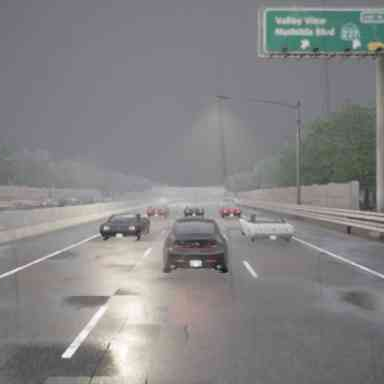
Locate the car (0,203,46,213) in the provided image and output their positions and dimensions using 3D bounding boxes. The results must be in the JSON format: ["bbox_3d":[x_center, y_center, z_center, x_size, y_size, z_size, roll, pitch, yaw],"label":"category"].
[{"bbox_3d":[-14.018,1.777,26.950,1.994,1.385,4.181,0,0,0],"label":"car"}]

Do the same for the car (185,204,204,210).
[{"bbox_3d":[0.217,1.864,33.252,1.895,1.301,4.718,0,0,0],"label":"car"}]

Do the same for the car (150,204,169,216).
[{"bbox_3d":[-3.284,1.864,33.245,1.895,1.301,4.718,0,0,0],"label":"car"}]

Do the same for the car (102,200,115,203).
[{"bbox_3d":[-13.724,1.978,54.596,2.033,1.411,5.357,0,0,1],"label":"car"}]

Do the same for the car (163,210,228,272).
[{"bbox_3d":[0.108,1.598,11.032,1.837,1.490,4.892,0,0,0],"label":"car"}]

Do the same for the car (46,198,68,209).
[{"bbox_3d":[-20.790,1.752,50.861,2.097,1.767,4.553,0,0,1],"label":"car"}]

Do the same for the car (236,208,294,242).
[{"bbox_3d":[3.632,1.738,17.026,1.895,1.301,4.718,0,0,0],"label":"car"}]

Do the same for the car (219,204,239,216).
[{"bbox_3d":[3.717,1.864,33.223,1.895,1.301,4.718,0,0,0],"label":"car"}]

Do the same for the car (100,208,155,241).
[{"bbox_3d":[-3.365,1.743,17.700,1.895,1.301,4.718,0,0,0],"label":"car"}]

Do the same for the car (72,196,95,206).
[{"bbox_3d":[-17.250,1.643,53.211,2.150,2.045,5.566,0,-1,1],"label":"car"}]
